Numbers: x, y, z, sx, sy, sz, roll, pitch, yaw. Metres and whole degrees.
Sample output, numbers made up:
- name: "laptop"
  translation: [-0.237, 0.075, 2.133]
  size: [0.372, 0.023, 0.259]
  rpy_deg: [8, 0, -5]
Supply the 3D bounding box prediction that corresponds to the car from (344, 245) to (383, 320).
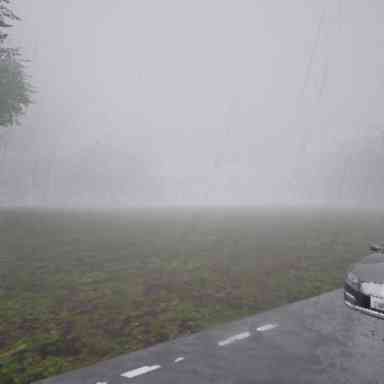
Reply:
- name: "car"
  translation: [4.961, 1.498, 6.610]
  size: [4.902, 1.511, 2.128]
  rpy_deg: [0, 0, -36]
